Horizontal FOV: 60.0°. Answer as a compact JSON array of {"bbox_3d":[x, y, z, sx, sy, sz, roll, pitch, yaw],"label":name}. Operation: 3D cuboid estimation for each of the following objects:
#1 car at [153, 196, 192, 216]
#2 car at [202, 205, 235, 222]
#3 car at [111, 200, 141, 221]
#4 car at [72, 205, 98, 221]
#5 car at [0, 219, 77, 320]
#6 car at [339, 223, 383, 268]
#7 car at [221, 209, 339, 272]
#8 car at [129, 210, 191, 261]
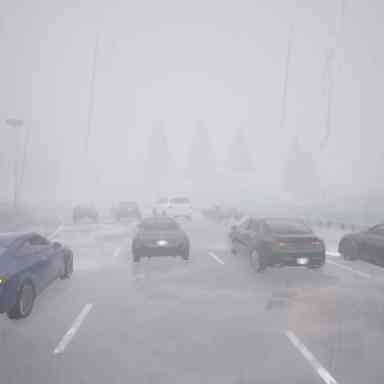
[{"bbox_3d":[-1.729,1.359,28.355,2.150,2.045,5.566,0,0,-20],"label":"car"},{"bbox_3d":[2.355,1.709,27.212,1.895,1.301,4.718,0,0,-18],"label":"car"},{"bbox_3d":[-5.890,1.518,29.331,2.097,1.767,4.553,0,0,-21],"label":"car"},{"bbox_3d":[-9.278,1.784,28.617,1.895,1.301,4.718,0,0,-21],"label":"car"},{"bbox_3d":[-4.023,1.582,7.252,1.812,1.442,4.674,0,0,-5],"label":"car"},{"bbox_3d":[6.188,1.572,9.832,1.994,1.385,4.181,0,0,-6],"label":"car"},{"bbox_3d":[2.516,1.540,10.965,1.837,1.490,4.892,0,0,-8],"label":"car"},{"bbox_3d":[-1.287,1.629,12.768,1.994,1.385,4.181,0,0,-9],"label":"car"}]
